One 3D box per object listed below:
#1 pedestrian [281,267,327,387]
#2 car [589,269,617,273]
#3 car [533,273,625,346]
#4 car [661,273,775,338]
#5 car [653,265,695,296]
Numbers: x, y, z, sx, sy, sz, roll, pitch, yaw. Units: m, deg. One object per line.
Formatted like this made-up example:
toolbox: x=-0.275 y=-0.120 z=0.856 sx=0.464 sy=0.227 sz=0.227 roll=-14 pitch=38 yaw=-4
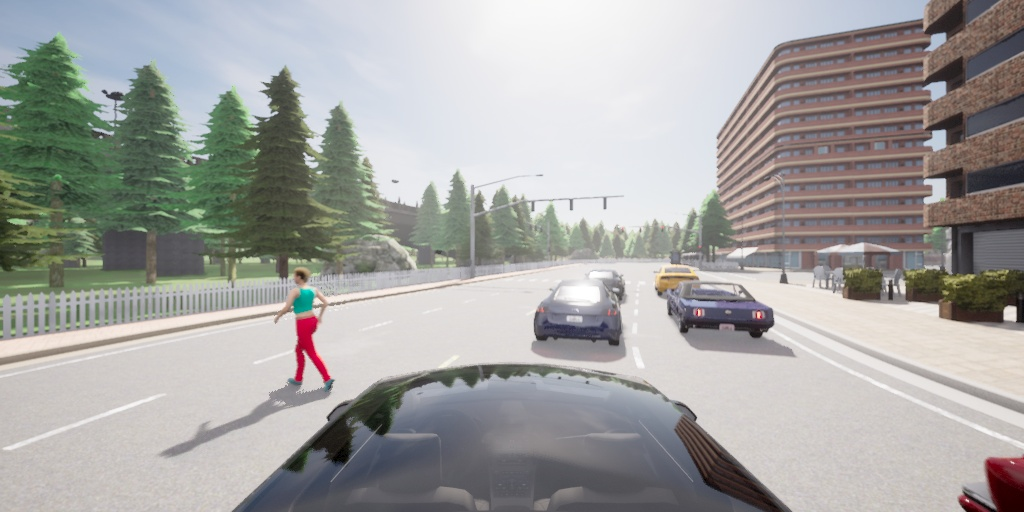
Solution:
pedestrian: x=-3.126 y=1.046 z=5.397 sx=0.375 sy=1.860 sz=0.375 roll=0 pitch=0 yaw=9
car: x=4.474 y=1.324 z=17.600 sx=1.994 sy=1.385 sz=4.181 roll=0 pitch=0 yaw=19
car: x=1.886 y=1.319 z=9.609 sx=1.994 sy=1.385 sz=4.181 roll=0 pitch=0 yaw=16
car: x=5.630 y=1.357 z=10.347 sx=1.895 sy=1.301 sz=4.718 roll=0 pitch=0 yaw=18
car: x=8.704 y=1.239 z=19.169 sx=1.882 sy=1.535 sz=5.008 roll=0 pitch=0 yaw=19
